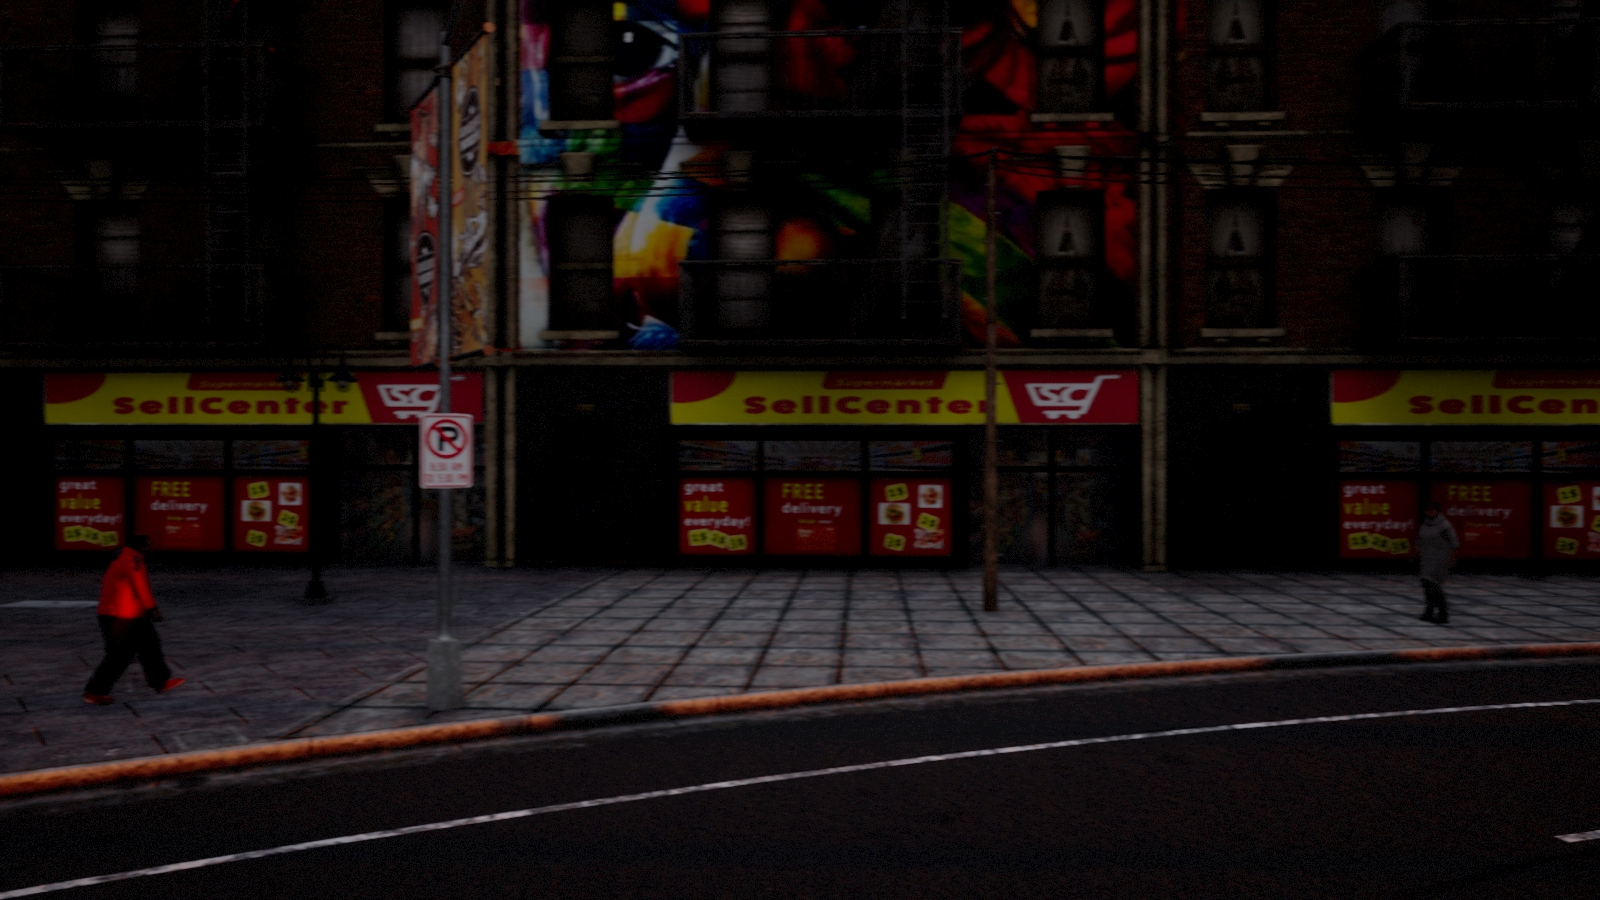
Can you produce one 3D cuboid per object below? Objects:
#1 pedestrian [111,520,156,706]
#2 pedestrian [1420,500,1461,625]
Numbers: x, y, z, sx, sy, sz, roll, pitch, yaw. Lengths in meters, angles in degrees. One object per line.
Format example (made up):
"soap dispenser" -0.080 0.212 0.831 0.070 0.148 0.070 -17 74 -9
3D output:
"pedestrian" -6.931 1.678 11.877 0.375 1.860 0.375 0 0 -35
"pedestrian" 9.763 1.695 17.418 0.375 1.860 0.375 0 0 -19
